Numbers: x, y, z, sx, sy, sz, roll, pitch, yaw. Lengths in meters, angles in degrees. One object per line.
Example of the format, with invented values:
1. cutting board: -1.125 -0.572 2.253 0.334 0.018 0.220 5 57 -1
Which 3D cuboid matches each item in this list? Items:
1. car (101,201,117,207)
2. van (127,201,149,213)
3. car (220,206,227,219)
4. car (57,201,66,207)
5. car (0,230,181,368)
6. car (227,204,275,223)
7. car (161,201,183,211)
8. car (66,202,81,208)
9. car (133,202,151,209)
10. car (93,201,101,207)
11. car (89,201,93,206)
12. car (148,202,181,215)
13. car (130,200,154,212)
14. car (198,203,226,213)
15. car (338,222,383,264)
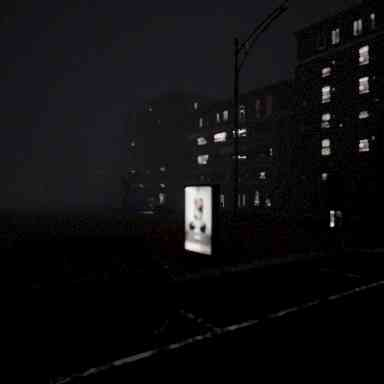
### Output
1. car: -19.988 2.825 81.310 1.967 1.590 4.097 -1 0 -36
2. van: -8.480 2.253 51.083 1.690 1.788 3.998 -1 0 -36
3. car: 2.521 2.187 35.723 2.008 1.369 4.403 -1 0 -36
4. car: -33.308 3.078 85.416 1.887 1.381 4.507 -1 0 -36
5. car: -2.266 1.449 4.952 4.097 1.590 1.967 1 -1 -35
6. car: 5.788 2.106 31.213 2.008 1.369 4.403 -1 0 -36
7. car: -3.652 2.418 58.760 1.967 1.590 4.097 -1 0 -36
8. car: -26.774 2.920 76.395 2.008 1.369 4.403 -1 0 -36
9. car: -10.186 2.722 67.777 1.802 1.307 4.206 -1 0 -36
10. car: -23.252 3.033 85.819 1.947 1.339 4.313 -1 0 -36
11. car: -26.519 3.094 90.330 1.887 1.381 4.507 -1 0 -36
12. car: -3.560 2.333 44.197 1.887 1.381 4.507 -1 0 -36
13. car: -8.347 2.319 55.526 2.097 1.767 4.553 0 -1 -35
14. car: 2.944 2.397 49.782 1.802 1.307 4.206 -1 0 -36
15. car: 6.734 1.696 11.369 4.206 1.307 1.802 1 -1 -35
